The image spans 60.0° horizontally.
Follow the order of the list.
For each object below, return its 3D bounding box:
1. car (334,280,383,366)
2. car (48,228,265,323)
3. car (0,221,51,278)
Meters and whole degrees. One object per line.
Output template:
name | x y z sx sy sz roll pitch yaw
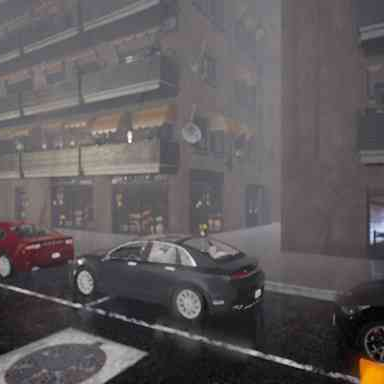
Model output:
car | 4.093 1.567 4.045 4.313 1.339 1.947 0 0 32
car | -0.699 1.547 7.001 4.403 1.369 2.008 0 0 32
car | -5.490 1.535 9.959 4.507 1.381 1.887 0 0 32
